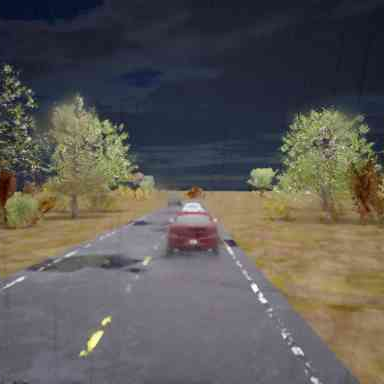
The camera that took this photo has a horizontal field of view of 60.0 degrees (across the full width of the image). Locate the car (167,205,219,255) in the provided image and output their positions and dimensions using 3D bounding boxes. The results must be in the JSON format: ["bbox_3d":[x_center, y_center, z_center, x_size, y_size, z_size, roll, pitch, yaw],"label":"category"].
[{"bbox_3d":[0.058,1.543,13.737,1.882,1.535,5.008,0,0,0],"label":"car"}]

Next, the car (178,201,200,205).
[{"bbox_3d":[0.058,1.656,28.263,1.812,1.442,4.674,0,0,1],"label":"car"}]

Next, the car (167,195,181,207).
[{"bbox_3d":[-3.029,1.470,58.200,2.150,2.045,5.566,0,0,1],"label":"car"}]
